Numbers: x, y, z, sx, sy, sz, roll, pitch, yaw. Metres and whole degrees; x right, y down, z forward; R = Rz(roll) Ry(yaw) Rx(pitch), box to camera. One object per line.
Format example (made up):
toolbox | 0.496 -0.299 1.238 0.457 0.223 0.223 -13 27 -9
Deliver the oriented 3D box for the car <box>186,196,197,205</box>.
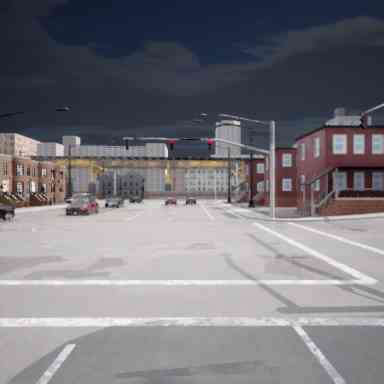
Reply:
car | -0.147 1.509 58.543 1.812 1.442 4.674 0 0 0

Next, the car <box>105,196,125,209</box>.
car | -10.710 1.477 46.081 2.128 1.511 4.902 0 0 0

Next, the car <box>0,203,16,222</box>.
car | -14.936 1.486 23.900 2.128 1.511 4.902 0 0 10

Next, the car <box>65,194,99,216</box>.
car | -10.672 1.343 32.624 2.097 1.767 4.553 0 0 0

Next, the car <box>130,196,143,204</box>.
car | -10.661 1.470 63.639 1.882 1.535 5.008 0 0 0

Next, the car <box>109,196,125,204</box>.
car | -14.163 1.462 63.321 1.882 1.535 5.008 0 0 0

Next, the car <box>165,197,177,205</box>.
car | -3.542 1.510 56.727 1.812 1.442 4.674 0 0 0
